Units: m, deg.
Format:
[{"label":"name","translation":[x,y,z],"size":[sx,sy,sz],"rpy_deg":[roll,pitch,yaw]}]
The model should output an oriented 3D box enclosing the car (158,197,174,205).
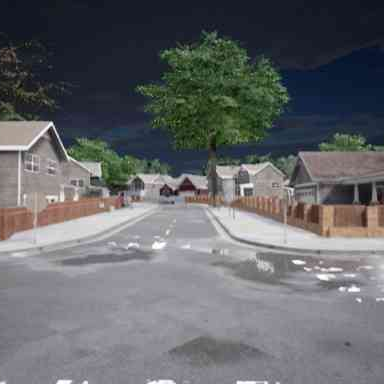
[{"label":"car","translation":[-5.027,1.725,64.898],"size":[1.994,1.385,4.181],"rpy_deg":[1,-1,-27]}]
